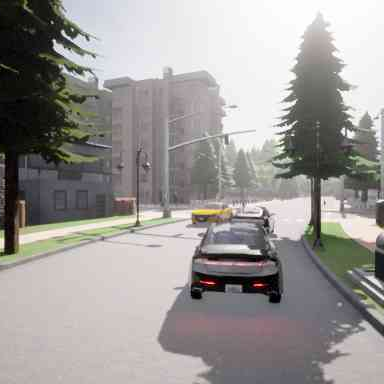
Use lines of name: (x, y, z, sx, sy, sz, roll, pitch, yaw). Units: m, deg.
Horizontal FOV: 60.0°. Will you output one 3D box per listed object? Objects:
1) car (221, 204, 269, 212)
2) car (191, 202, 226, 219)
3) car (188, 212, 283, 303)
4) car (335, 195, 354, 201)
car: (3.230, 1.492, 17.384, 2.128, 1.511, 4.902, 0, 0, 18)
car: (1.542, 1.483, 23.878, 1.882, 1.535, 5.008, 0, 0, 22)
car: (1.104, 1.492, 8.277, 2.128, 1.511, 4.902, 0, 0, 9)
car: (38.110, 1.497, 82.445, 5.008, 1.535, 1.882, 0, 0, 21)
